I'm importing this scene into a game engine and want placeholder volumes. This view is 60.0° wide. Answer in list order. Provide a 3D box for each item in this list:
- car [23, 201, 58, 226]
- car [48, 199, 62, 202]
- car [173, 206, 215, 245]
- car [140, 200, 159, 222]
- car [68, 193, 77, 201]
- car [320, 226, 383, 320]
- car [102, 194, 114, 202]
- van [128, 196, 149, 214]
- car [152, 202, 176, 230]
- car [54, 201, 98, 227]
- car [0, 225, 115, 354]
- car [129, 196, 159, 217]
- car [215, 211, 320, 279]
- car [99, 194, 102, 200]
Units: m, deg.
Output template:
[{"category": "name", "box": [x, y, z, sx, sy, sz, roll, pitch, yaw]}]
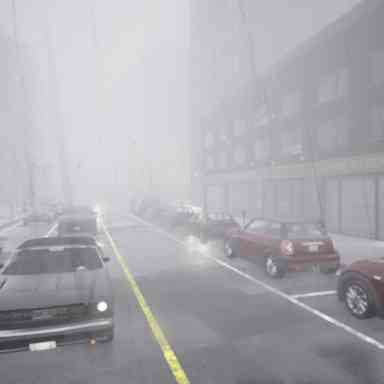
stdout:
[{"category": "car", "box": [-10.682, 1.578, 23.412, 1.802, 1.307, 4.206, 0, 0, -18]}, {"category": "car", "box": [-12.358, 1.561, 28.676, 1.947, 1.339, 4.313, 0, 0, -18]}, {"category": "car", "box": [0.792, 1.545, 15.479, 2.008, 1.369, 4.403, 0, 0, -18]}, {"category": "car", "box": [-2.560, 1.558, 26.006, 1.947, 1.339, 4.313, 0, 0, -18]}, {"category": "car", "box": [-31.234, 1.460, 86.210, 1.967, 1.590, 4.097, 0, 0, -19]}, {"category": "car", "box": [4.143, 1.437, 4.953, 1.967, 1.590, 4.097, 0, 0, -18]}, {"category": "car", "box": [-19.500, 1.447, 78.267, 1.967, 1.590, 4.097, 0, 0, -19]}, {"category": "van", "box": [-5.912, 1.331, 36.532, 1.690, 1.788, 3.998, 0, 0, -18]}, {"category": "car", "box": [-0.884, 1.544, 20.743, 2.008, 1.369, 4.403, 0, 0, -18]}, {"category": "car", "box": [-6.263, 1.474, 18.332, 1.882, 1.535, 5.008, 0, 0, -18]}, {"category": "car", "box": [-2.524, 1.600, 6.225, 1.895, 1.301, 4.718, 0, 0, -18]}, {"category": "car", "box": [-4.236, 1.306, 31.269, 2.192, 1.841, 5.009, 0, 0, -18]}, {"category": "car", "box": [2.467, 1.435, 10.216, 1.967, 1.590, 4.097, 0, 0, -18]}, {"category": "car", "box": [-23.167, 1.598, 88.966, 1.802, 1.307, 4.206, 0, 0, -19]}]
